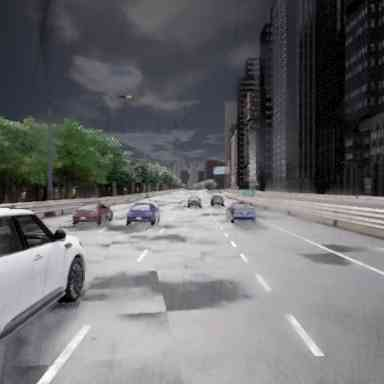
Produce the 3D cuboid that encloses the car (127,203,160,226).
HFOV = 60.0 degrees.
[{"bbox_3d":[-3.337,1.480,23.210,1.812,1.442,4.674,0,0,0],"label":"car"}]

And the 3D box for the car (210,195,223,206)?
[{"bbox_3d":[3.798,1.299,50.392,2.033,1.649,4.856,0,1,1],"label":"car"}]

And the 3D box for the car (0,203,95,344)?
[{"bbox_3d":[-3.395,1.218,4.992,2.150,2.045,5.566,0,0,0],"label":"car"}]

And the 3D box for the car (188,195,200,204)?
[{"bbox_3d":[0.369,1.271,58.206,1.882,1.535,5.008,0,1,1],"label":"car"}]

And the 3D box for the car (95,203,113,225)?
[{"bbox_3d":[-6.836,1.480,23.213,1.812,1.442,4.674,0,0,0],"label":"car"}]

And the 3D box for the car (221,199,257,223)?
[{"bbox_3d":[3.640,1.497,25.154,2.033,1.411,5.357,0,0,1],"label":"car"}]

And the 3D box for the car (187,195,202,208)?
[{"bbox_3d":[0.330,1.414,45.701,1.812,1.442,4.674,0,0,1],"label":"car"}]
